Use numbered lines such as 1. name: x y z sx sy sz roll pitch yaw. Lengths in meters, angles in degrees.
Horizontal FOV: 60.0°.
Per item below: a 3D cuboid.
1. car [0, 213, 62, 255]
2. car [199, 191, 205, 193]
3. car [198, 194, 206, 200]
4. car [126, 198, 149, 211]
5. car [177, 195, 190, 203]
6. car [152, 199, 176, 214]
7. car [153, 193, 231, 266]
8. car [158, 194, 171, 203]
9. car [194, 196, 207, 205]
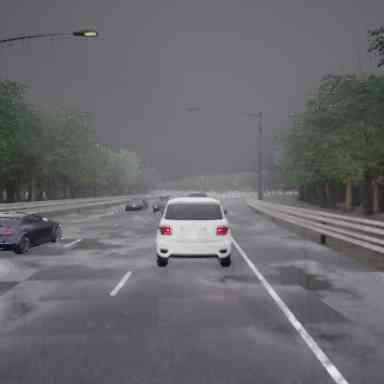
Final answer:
1. car: -6.812 1.520 13.143 1.994 1.385 4.181 0 0 1
2. car: 0.523 1.114 31.392 2.150 2.045 5.566 0 0 2
3. car: 2.424 1.137 78.940 1.837 1.490 4.892 0 0 2
4. car: -6.174 1.415 37.768 1.994 1.385 4.181 0 0 2
5. car: -1.559 1.247 64.087 2.033 1.411 5.357 0 0 3
6. car: -2.828 1.472 34.818 1.895 1.301 4.718 0 0 2
7. car: 0.080 1.190 11.524 2.150 2.045 5.566 0 0 1
8. car: -5.104 1.178 63.287 1.882 1.535 5.008 0 0 2
9. car: 1.378 1.316 53.132 2.033 1.411 5.357 0 0 2
